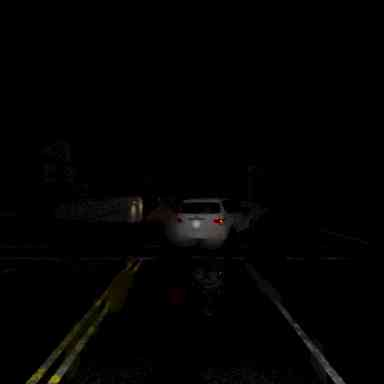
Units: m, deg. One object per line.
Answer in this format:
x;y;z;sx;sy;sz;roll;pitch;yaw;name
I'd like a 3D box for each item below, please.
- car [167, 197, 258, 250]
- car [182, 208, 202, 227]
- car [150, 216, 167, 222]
1.230;1.251;14.753;2.150;2.045;5.566;-1;-1;23;car
-0.018;2.632;33.481;1.895;1.301;4.718;0;-11;0;car
-3.737;3.551;38.769;1.882;1.535;5.008;0;-11;0;car
